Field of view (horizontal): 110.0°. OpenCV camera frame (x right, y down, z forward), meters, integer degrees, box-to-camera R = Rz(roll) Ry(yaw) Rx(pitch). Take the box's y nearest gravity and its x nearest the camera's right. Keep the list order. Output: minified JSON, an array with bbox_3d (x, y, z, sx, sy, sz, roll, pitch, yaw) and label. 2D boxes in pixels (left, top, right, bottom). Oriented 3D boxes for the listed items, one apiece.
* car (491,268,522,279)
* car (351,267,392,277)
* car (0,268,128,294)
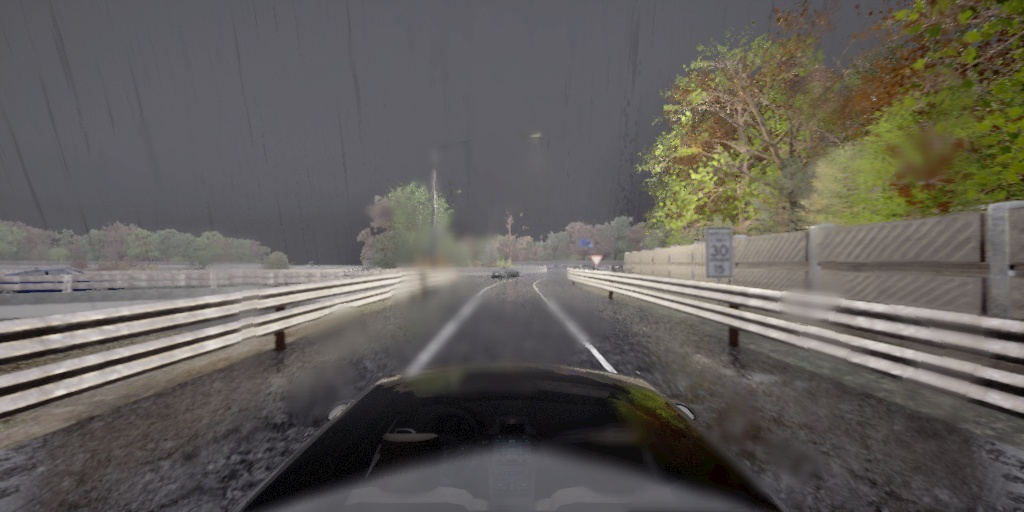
[{"bbox_3d":[-0.617,2.110,43.765,1.994,1.385,4.181,-1,-2,36],"label":"car"},{"bbox_3d":[-11.397,1.738,31.111,2.128,1.511,4.902,-1,-2,45],"label":"car"},{"bbox_3d":[-24.437,1.422,19.419,5.008,1.535,1.882,1,-1,-37],"label":"car"}]
